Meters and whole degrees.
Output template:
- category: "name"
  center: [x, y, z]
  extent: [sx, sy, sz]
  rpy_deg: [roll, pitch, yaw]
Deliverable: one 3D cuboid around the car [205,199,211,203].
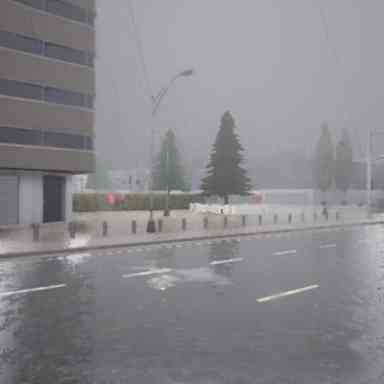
- category: "car"
  center: [1.772, 1.722, 65.423]
  extent: [2.097, 1.767, 4.553]
  rpy_deg: [1, 0, -35]
